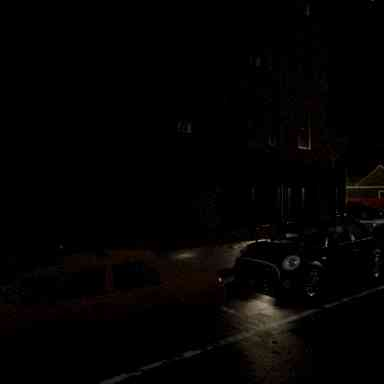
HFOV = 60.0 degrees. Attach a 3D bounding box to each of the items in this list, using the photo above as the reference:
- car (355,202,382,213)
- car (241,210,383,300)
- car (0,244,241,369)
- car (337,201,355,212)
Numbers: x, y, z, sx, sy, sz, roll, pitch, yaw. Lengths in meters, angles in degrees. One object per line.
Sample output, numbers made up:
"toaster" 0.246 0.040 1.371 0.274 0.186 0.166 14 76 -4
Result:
"car" 14.377 1.595 29.825 1.837 1.490 4.892 0 0 -36
"car" 2.951 1.440 8.304 4.097 1.590 1.967 0 0 -36
"car" -1.674 1.525 4.991 4.829 1.417 1.752 0 0 -36
"car" 11.069 1.603 28.883 1.837 1.490 4.892 0 0 -33
